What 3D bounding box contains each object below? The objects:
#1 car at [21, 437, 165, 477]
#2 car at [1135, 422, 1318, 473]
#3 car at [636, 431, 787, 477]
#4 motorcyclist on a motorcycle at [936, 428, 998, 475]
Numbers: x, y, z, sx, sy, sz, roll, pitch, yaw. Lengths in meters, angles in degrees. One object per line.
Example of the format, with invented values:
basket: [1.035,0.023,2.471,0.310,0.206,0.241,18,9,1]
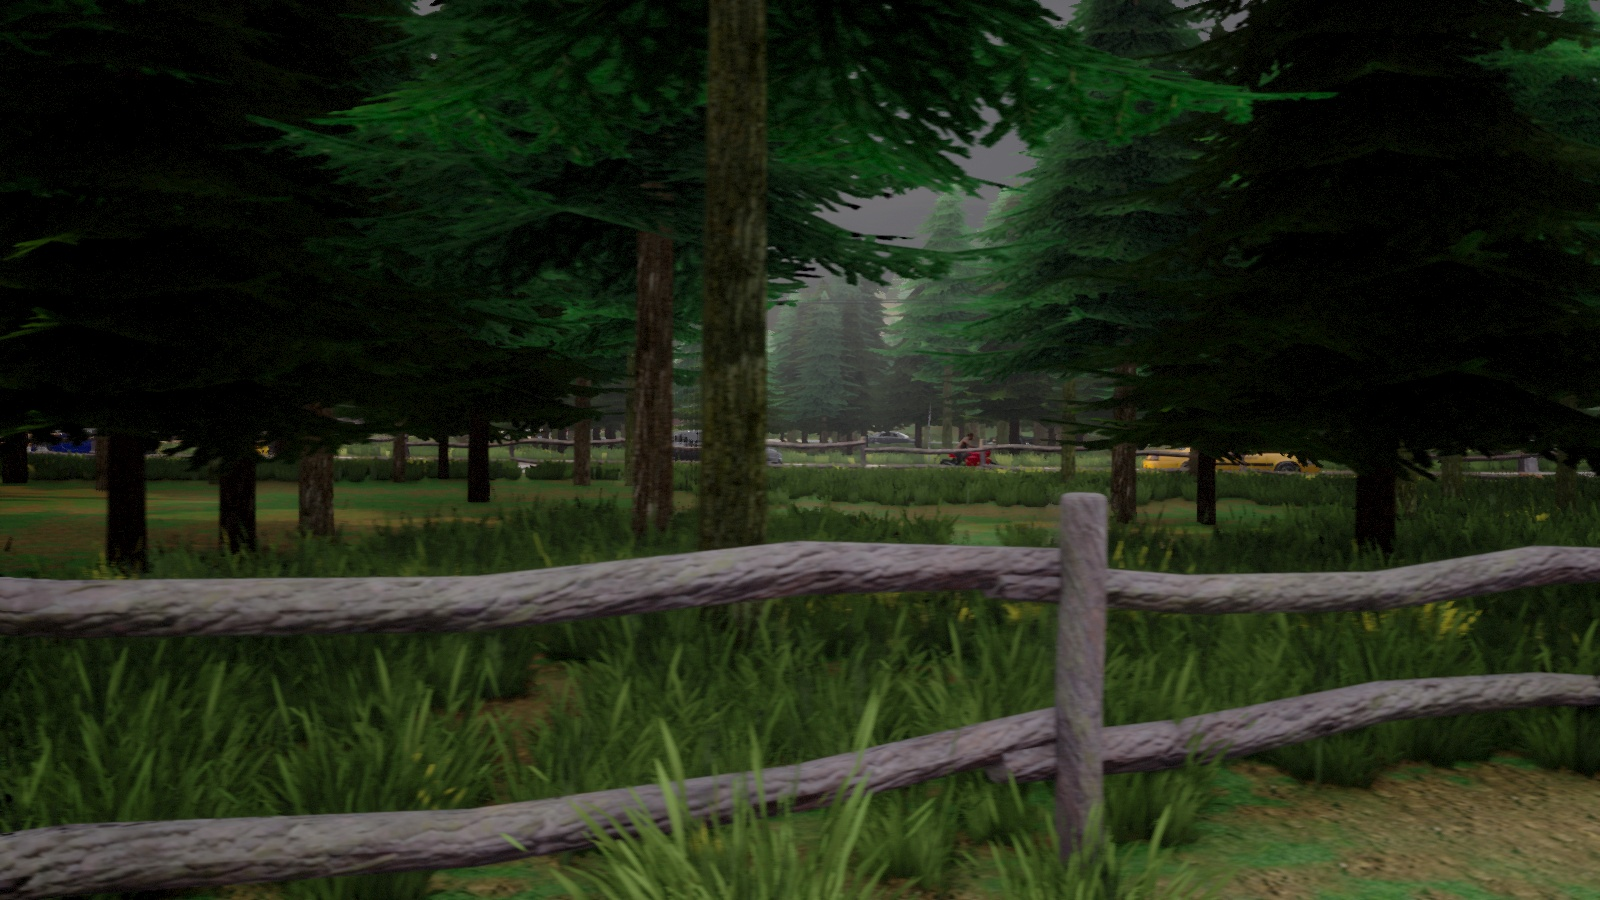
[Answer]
car: [-28.666,0.265,50.976,5.008,1.535,1.882,0,1,10]
car: [13.738,-0.075,40.690,5.366,1.575,1.801,-1,1,9]
car: [-3.016,0.136,43.265,4.892,1.490,1.837,0,1,9]
motorcyclist on a motorcycle: [5.581,0.039,41.940,2.044,1.523,0.797,0,1,9]
